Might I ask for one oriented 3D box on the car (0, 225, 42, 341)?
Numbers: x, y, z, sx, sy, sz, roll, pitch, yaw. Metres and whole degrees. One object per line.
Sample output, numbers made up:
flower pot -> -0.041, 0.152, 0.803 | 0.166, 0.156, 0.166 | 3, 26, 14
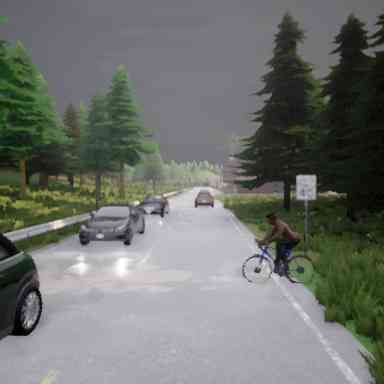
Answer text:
car -> -3.511, 1.272, 3.422 | 2.097, 1.767, 4.553 | 0, 1, 2

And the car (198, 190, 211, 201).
car -> 1.790, 0.456, 48.343 | 1.837, 1.490, 4.892 | 0, 1, 3

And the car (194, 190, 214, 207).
car -> 1.292, 0.815, 34.511 | 1.994, 1.385, 4.181 | 0, 1, 3

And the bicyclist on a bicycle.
bicyclist on a bicycle -> 1.951, 1.296, 7.468 | 1.656, 1.620, 0.582 | 0, 1, 2

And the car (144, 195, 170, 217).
car -> -2.735, 0.962, 24.262 | 2.128, 1.511, 4.902 | 0, 1, 2

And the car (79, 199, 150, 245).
car -> -3.124, 1.220, 13.881 | 1.812, 1.442, 4.674 | 0, 1, 2
